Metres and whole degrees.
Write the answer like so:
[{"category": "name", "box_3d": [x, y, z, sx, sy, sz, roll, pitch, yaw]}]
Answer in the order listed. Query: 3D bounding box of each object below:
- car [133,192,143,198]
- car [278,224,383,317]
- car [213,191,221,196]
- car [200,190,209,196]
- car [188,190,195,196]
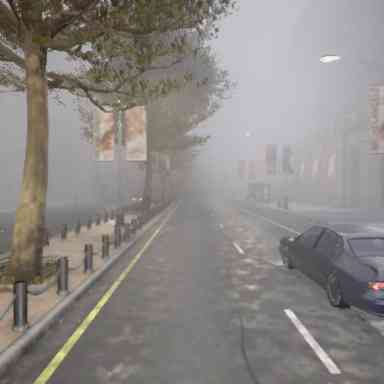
[{"category": "car", "box_3d": [-11.641, 0.663, 72.807, 1.895, 1.301, 4.718, 0, 1, 0]}, {"category": "car", "box_3d": [3.510, 1.443, 7.544, 2.033, 1.411, 5.357, 0, 1, -1]}, {"category": "car", "box_3d": [6.576, 0.422, 89.287, 1.895, 1.301, 4.718, 0, 1, 0]}, {"category": "car", "box_3d": [3.331, 0.408, 86.974, 1.994, 1.385, 4.181, 0, 1, 0]}, {"category": "car", "box_3d": [-0.169, 0.365, 86.614, 1.837, 1.490, 4.892, 0, 1, 0]}]
